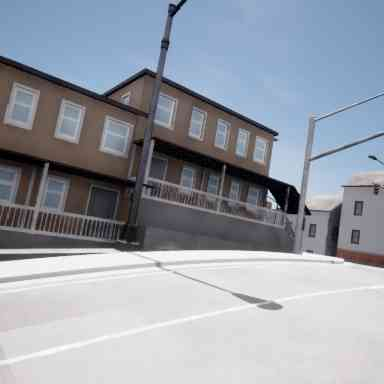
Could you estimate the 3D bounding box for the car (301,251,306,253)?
[{"bbox_3d":[9.744,6.040,30.368,1.994,1.385,4.181,14,-17,-34],"label":"car"}]
